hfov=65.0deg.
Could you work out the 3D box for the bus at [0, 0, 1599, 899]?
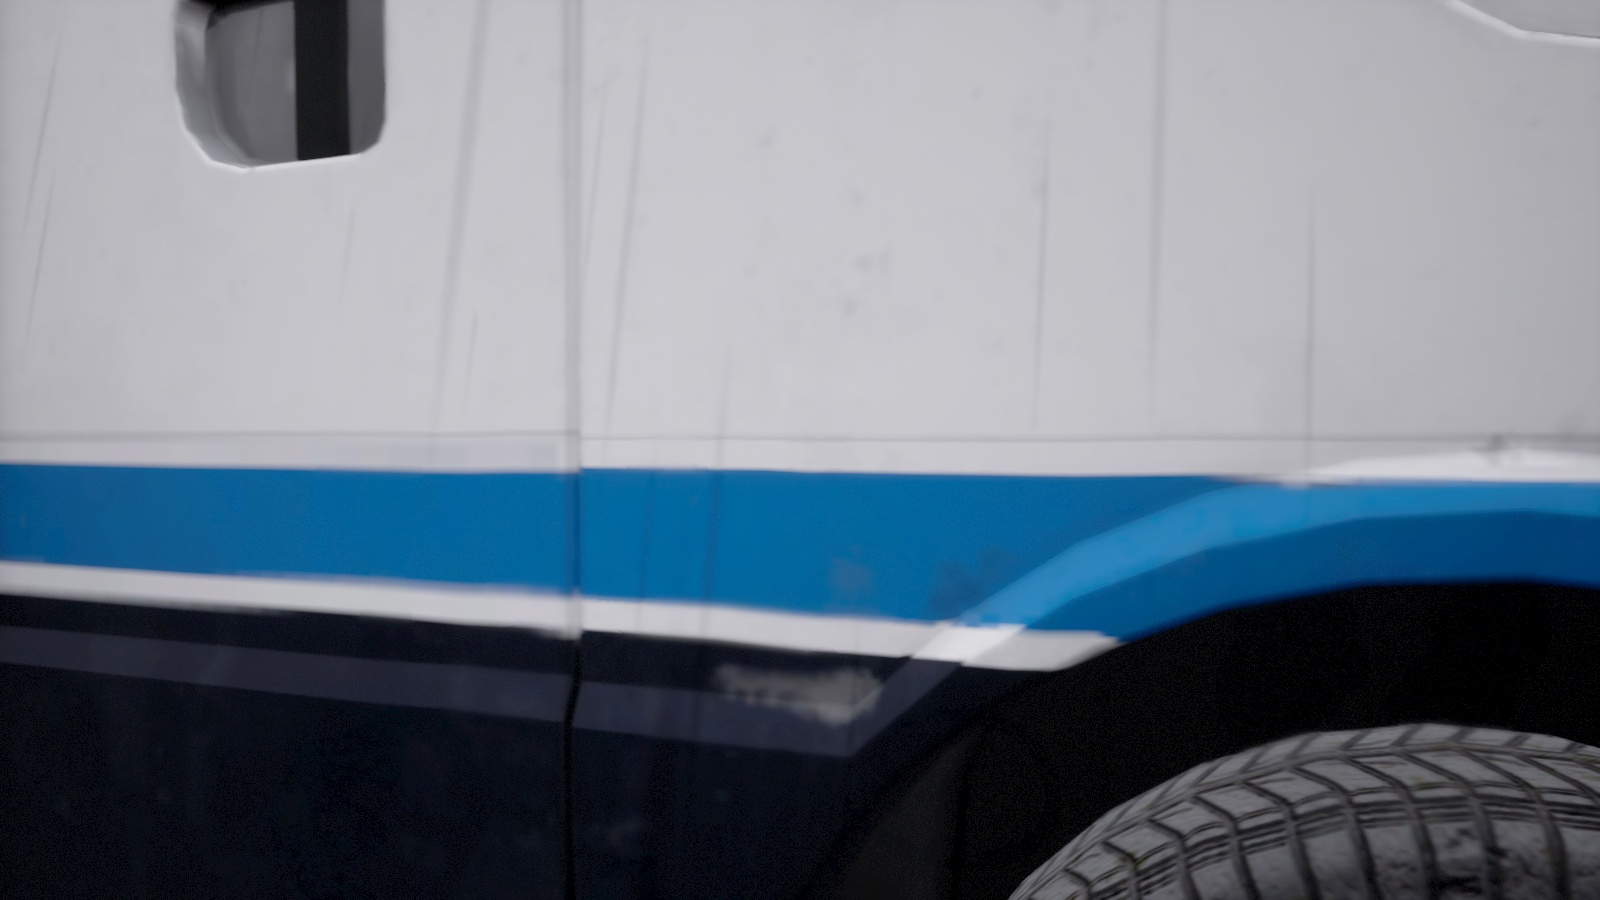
[{"bbox_3d":[-1.524,-0.611,3.637,10.273,4.253,3.944,1,1,24],"label":"bus"}]
